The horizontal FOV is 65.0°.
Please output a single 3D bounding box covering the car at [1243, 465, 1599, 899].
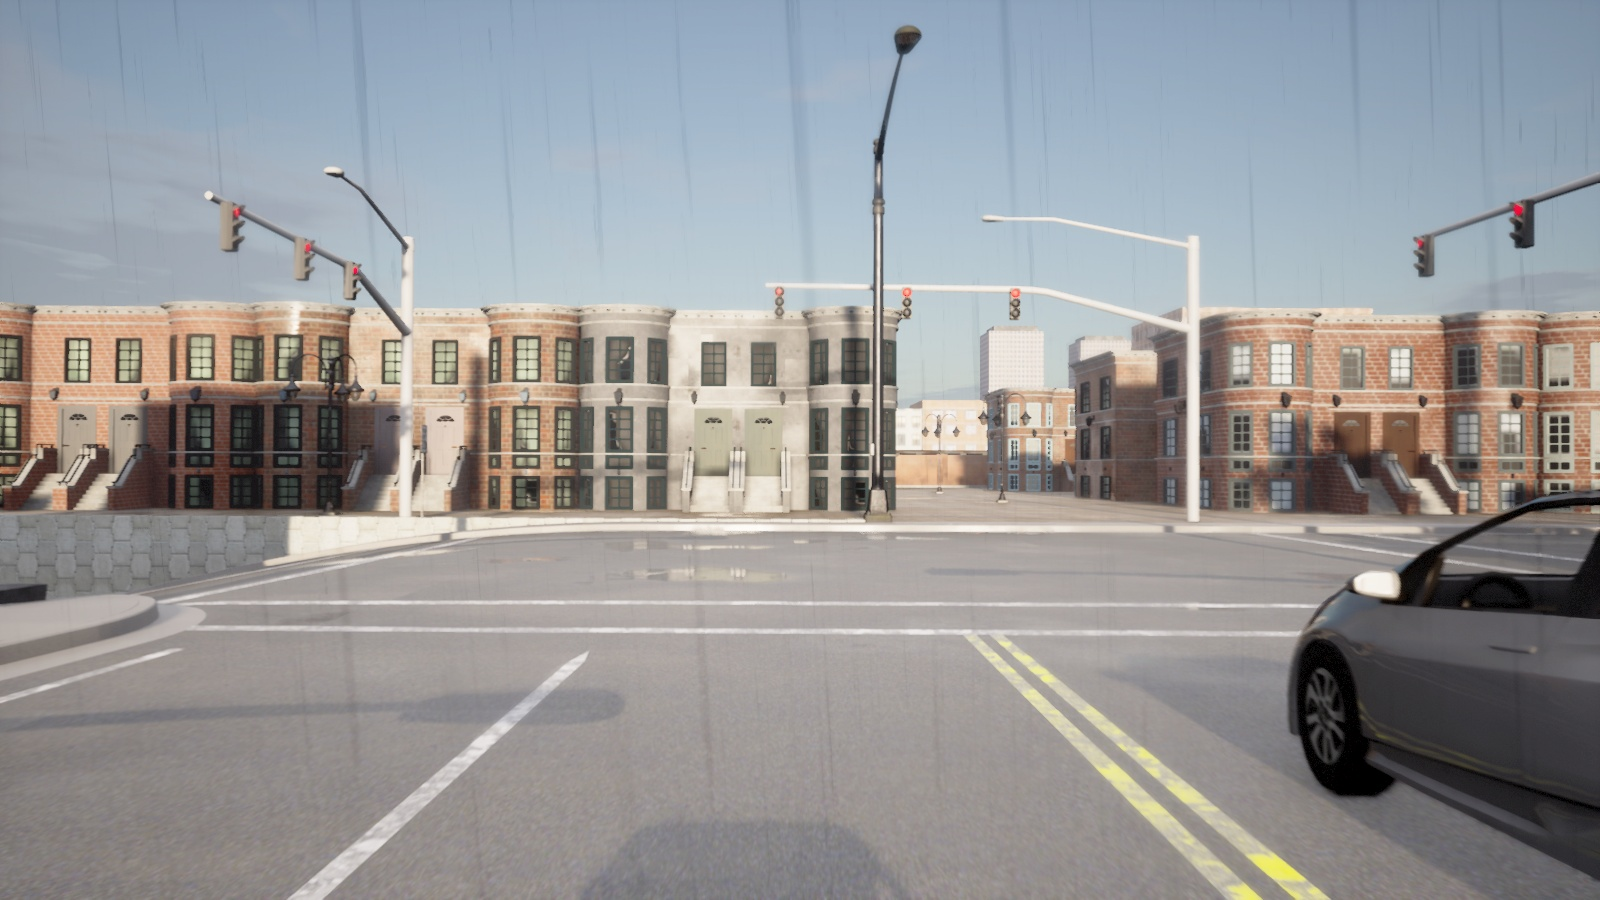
[{"bbox_3d":[3.489,0.817,4.758,2.007,1.525,4.514,0,-1,0],"label":"car"}]
